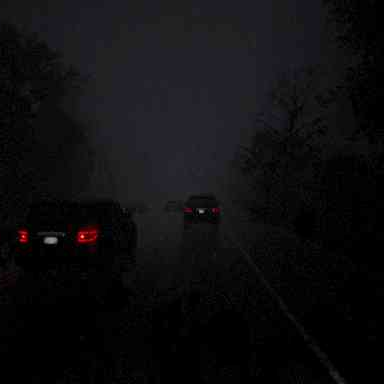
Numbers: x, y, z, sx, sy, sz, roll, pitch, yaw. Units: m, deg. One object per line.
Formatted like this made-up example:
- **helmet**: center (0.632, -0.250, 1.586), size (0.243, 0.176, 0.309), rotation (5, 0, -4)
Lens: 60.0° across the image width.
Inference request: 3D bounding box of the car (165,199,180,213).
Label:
- **car**: center (-1.895, 1.518, 37.523), size (2.128, 1.511, 4.902), rotation (0, 0, 4)

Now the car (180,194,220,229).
- **car**: center (0.665, 1.238, 22.021), size (2.150, 2.045, 5.566), rotation (0, 0, 3)

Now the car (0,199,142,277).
- **car**: center (-3.243, 1.228, 10.468), size (2.150, 2.045, 5.566), rotation (0, 0, 1)

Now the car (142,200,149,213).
- **car**: center (-5.805, 1.500, 34.673), size (1.882, 1.535, 5.008), rotation (0, 0, 4)

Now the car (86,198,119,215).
- **car**: center (-9.292, 1.499, 34.975), size (1.882, 1.535, 5.008), rotation (0, 0, 4)

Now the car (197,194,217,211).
- **car**: center (1.981, 1.254, 42.505), size (2.150, 2.045, 5.566), rotation (0, 0, 6)
